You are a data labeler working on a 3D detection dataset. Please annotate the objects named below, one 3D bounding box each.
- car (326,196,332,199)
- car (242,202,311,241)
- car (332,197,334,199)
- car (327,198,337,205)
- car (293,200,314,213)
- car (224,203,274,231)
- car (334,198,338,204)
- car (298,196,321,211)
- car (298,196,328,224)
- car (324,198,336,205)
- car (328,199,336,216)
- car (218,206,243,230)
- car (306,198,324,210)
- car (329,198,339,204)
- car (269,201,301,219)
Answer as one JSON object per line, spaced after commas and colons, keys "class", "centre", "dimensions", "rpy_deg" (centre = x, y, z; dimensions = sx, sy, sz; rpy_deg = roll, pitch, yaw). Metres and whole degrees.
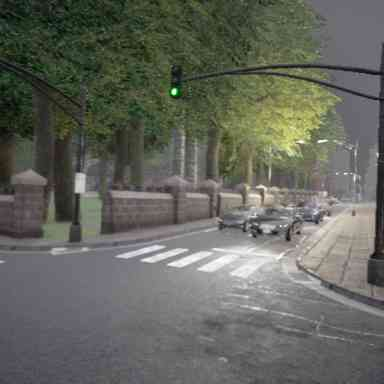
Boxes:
{"class": "car", "centre": [23.634, 1.841, 60.118], "dimensions": [1.967, 1.590, 4.097], "rpy_deg": [3, 1, 27]}
{"class": "car", "centre": [4.536, 1.533, 17.282], "dimensions": [2.128, 1.511, 4.902], "rpy_deg": [2, 0, 27]}
{"class": "car", "centre": [26.036, 1.987, 64.820], "dimensions": [1.752, 1.417, 4.829], "rpy_deg": [3, 1, 27]}
{"class": "car", "centre": [33.485, 2.189, 79.374], "dimensions": [1.752, 1.417, 4.829], "rpy_deg": [3, 1, 27]}
{"class": "car", "centre": [13.694, 1.755, 40.715], "dimensions": [1.802, 1.307, 4.206], "rpy_deg": [3, 1, 27]}
{"class": "car", "centre": [3.847, 1.512, 21.590], "dimensions": [1.752, 1.417, 4.829], "rpy_deg": [4, 1, 27]}
{"class": "car", "centre": [28.608, 1.844, 69.820], "dimensions": [2.192, 1.841, 5.009], "rpy_deg": [3, 1, 27]}
{"class": "car", "centre": [16.191, 1.542, 45.562], "dimensions": [2.192, 1.841, 5.009], "rpy_deg": [3, 1, 27]}
{"class": "car", "centre": [9.051, 1.473, 26.087], "dimensions": [2.097, 1.767, 4.553], "rpy_deg": [2, 0, 27]}
{"class": "car", "centre": [31.078, 2.146, 74.673], "dimensions": [2.008, 1.369, 4.403], "rpy_deg": [3, 1, 27]}
{"class": "car", "centre": [13.549, 1.770, 34.878], "dimensions": [1.994, 1.385, 4.181], "rpy_deg": [2, 0, 27]}
{"class": "car", "centre": [2.968, 1.523, 19.822], "dimensions": [2.008, 1.369, 4.403], "rpy_deg": [4, 1, 27]}
{"class": "car", "centre": [18.668, 1.722, 50.415], "dimensions": [1.967, 1.590, 4.097], "rpy_deg": [3, 1, 27]}
{"class": "car", "centre": [36.044, 2.291, 84.377], "dimensions": [2.008, 1.369, 4.403], "rpy_deg": [3, 1, 27]}
{"class": "car", "centre": [8.728, 1.641, 31.012], "dimensions": [1.947, 1.339, 4.313], "rpy_deg": [4, 1, 27]}
